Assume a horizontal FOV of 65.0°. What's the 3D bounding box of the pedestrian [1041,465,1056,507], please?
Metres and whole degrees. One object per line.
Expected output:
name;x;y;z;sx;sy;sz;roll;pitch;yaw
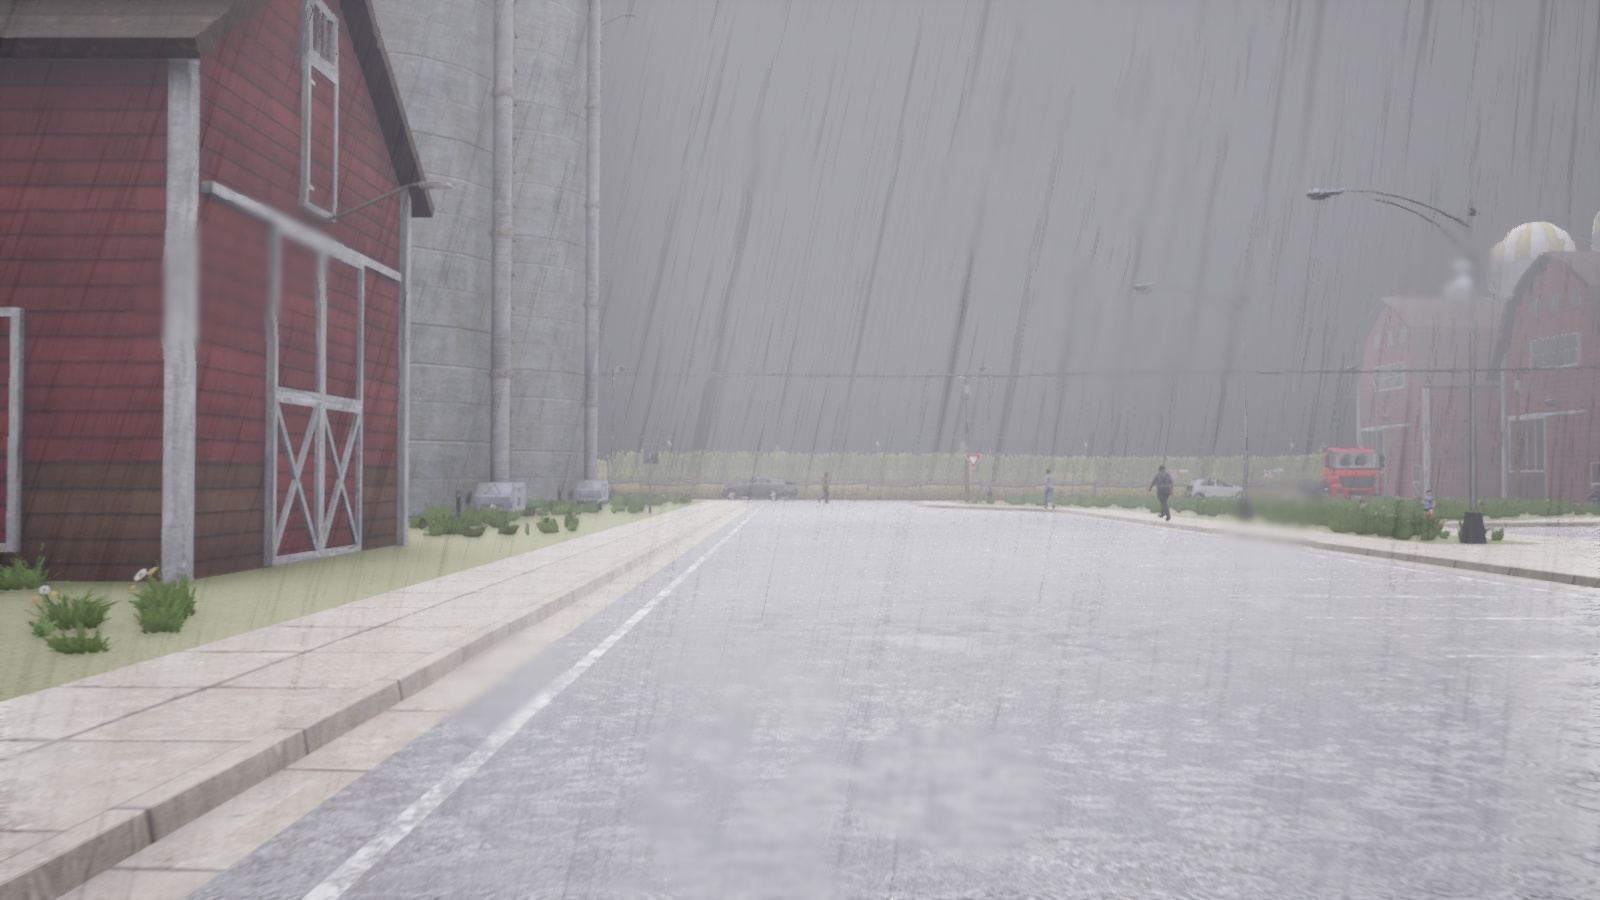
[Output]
pedestrian;10.953;1.574;55.436;0.354;1.836;0.706;0;-1;-17

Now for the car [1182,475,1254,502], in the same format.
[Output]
car;24.621;2.260;73.988;3.633;1.501;1.845;0;-1;0

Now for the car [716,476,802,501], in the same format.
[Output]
car;-2.527;2.378;77.262;4.902;1.511;2.128;-1;-1;27

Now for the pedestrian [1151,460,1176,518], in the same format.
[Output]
pedestrian;11.728;1.264;40.549;0.540;1.848;0.694;0;-1;-7

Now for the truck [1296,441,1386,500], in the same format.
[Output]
truck;33.219;1.292;77.461;2.891;3.462;7.936;-1;-1;7

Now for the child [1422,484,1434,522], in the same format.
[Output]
child;18.512;1.544;36.998;0.255;1.110;0.394;-1;-1;19

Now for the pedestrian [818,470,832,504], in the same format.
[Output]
pedestrian;1.366;2.020;68.457;0.726;1.835;0.370;0;-1;1
